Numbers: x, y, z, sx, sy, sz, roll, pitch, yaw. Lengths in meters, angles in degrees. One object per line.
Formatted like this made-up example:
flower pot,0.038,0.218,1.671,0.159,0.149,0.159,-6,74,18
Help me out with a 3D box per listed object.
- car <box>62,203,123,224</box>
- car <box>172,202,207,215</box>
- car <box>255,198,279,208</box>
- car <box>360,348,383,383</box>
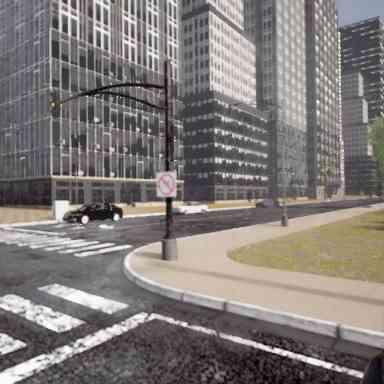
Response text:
car,-7.510,1.608,25.572,1.837,1.490,4.892,-1,-1,37
car,-0.420,1.719,34.986,1.895,1.301,4.718,-1,-1,37
car,11.557,1.686,50.765,2.033,1.411,5.357,-1,-1,37
car,2.981,1.563,1.558,4.181,1.385,1.994,0,0,35
